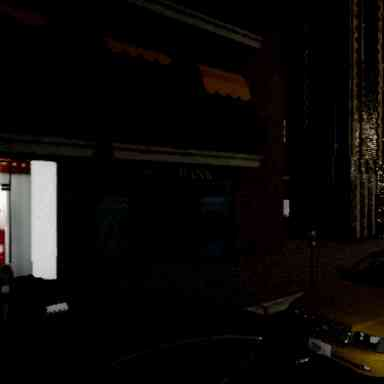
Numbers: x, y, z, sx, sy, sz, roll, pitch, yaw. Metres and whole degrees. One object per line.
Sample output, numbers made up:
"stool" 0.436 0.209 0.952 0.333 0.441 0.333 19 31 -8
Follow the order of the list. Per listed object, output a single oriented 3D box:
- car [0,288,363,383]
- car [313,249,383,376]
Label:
"car" -0.994 1.559 2.176 4.313 1.339 1.947 0 0 -35
"car" 3.474 1.522 5.347 4.829 1.417 1.752 0 0 -35
